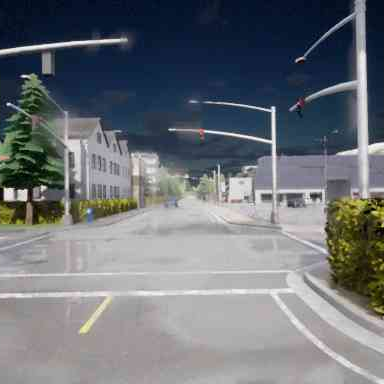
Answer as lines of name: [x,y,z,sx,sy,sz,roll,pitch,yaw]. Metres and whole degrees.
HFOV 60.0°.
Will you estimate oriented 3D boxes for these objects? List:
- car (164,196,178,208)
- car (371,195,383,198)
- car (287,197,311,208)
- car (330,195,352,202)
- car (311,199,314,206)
car: [-3.543,1.730,57.161,2.150,2.045,5.566,-1,-1,1]
car: [19.112,1.183,31.306,1.905,1.878,3.866,-1,-1,0]
car: [15.416,1.629,49.172,2.007,1.523,4.514,-1,-1,0]
car: [25.474,1.398,56.572,2.152,1.636,5.027,-1,-1,0]
car: [19.059,1.573,56.231,1.970,1.475,3.806,-1,-1,0]
